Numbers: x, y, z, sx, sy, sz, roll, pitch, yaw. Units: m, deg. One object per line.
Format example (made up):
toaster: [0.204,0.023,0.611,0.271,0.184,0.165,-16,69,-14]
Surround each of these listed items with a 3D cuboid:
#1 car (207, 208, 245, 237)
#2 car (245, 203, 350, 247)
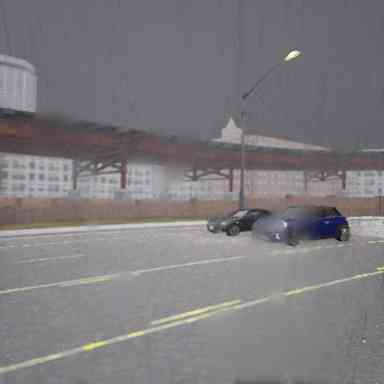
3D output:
car: [3.053,1.583,18.256,4.674,1.442,1.812,0,-1,-28]
car: [5.028,1.400,15.303,4.553,1.767,2.097,0,0,-27]
